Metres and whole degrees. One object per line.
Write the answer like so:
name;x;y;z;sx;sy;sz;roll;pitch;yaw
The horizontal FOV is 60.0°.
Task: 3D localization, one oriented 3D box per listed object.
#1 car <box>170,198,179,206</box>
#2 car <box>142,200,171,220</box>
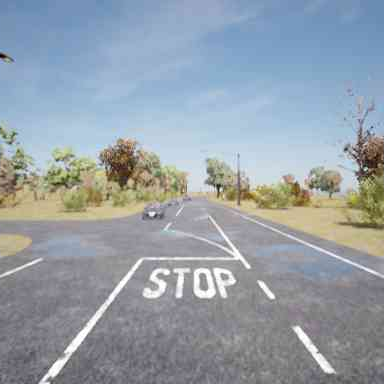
car;-3.430;1.969;63.209;1.812;1.442;4.674;0;0;0
car;-3.426;1.731;30.860;2.128;1.511;4.902;0;0;0
